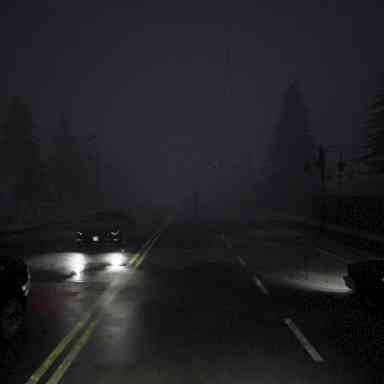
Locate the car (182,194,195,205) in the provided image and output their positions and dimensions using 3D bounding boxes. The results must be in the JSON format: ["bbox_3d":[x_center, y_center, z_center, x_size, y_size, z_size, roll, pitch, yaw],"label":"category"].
[{"bbox_3d":[-0.797,1.516,68.589,2.150,2.045,5.566,0,0,-8],"label":"car"}]

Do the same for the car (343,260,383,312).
[{"bbox_3d":[4.527,1.567,4.841,2.033,1.411,5.357,0,0,-8],"label":"car"}]

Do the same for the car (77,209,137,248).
[{"bbox_3d":[-3.701,1.572,15.179,1.837,1.490,4.892,0,-1,0],"label":"car"}]

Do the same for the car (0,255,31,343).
[{"bbox_3d":[-3.624,1.509,3.662,2.128,1.511,4.902,0,0,0],"label":"car"}]
